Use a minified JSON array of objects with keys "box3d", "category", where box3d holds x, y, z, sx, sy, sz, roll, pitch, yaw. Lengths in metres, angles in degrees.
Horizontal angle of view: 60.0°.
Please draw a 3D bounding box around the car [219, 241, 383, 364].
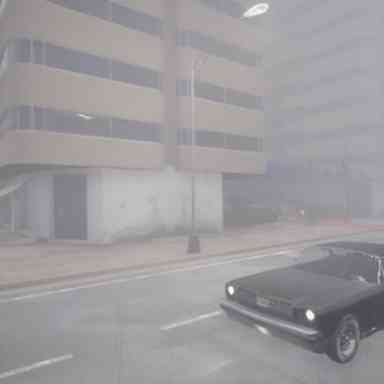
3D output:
[{"box3d":[2.775,1.650,6.066,4.718,1.301,1.895,0,-1,-37],"category":"car"}]
